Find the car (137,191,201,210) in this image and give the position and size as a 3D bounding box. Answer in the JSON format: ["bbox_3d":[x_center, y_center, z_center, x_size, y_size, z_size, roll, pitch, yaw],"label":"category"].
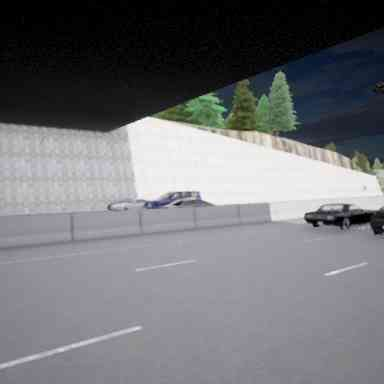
[{"bbox_3d":[-1.517,0.936,28.697,5.566,2.045,2.150,-2,1,-35],"label":"car"}]

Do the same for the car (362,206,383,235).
[{"bbox_3d":[10.067,1.188,15.240,4.892,1.490,1.837,-1,1,-36],"label":"car"}]

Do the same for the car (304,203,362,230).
[{"bbox_3d":[8.381,1.276,18.337,4.718,1.301,1.895,-1,1,-36],"label":"car"}]

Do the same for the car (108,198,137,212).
[{"bbox_3d":[-5.128,1.279,30.416,4.674,1.442,1.812,-1,1,-36],"label":"car"}]

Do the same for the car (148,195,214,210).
[{"bbox_3d":[-0.495,1.244,25.129,4.892,1.490,1.837,-1,1,-35],"label":"car"}]

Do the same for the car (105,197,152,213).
[{"bbox_3d":[-6.413,1.301,33.804,4.181,1.385,1.994,-1,1,-35],"label":"car"}]
